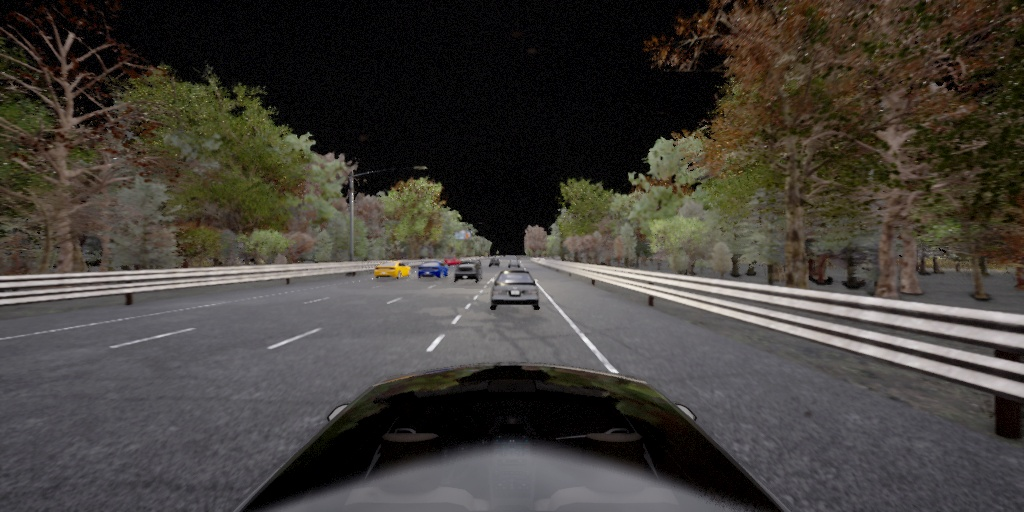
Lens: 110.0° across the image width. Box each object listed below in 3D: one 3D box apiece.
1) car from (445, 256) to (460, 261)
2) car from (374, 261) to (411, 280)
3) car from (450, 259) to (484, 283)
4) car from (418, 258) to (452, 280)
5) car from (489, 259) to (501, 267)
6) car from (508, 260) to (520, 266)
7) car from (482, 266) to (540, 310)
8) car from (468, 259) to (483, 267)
[{"bbox_3d":[-10.124,0.952,60.659,2.150,2.045,5.566,0,0,0],"label":"car"},{"bbox_3d":[-10.334,1.217,31.379,1.882,1.535,5.008,0,0,0],"label":"car"},{"bbox_3d":[-3.347,1.245,28.237,1.837,1.490,4.892,0,0,0],"label":"car"},{"bbox_3d":[-6.833,1.216,31.489,1.882,1.535,5.008,0,0,0],"label":"car"},{"bbox_3d":[-3.088,1.232,65.047,1.837,1.490,4.892,0,-1,0],"label":"car"},{"bbox_3d":[0.379,1.293,60.873,1.994,1.385,4.181,0,0,0],"label":"car"},{"bbox_3d":[0.111,1.291,14.711,2.033,1.411,5.357,0,0,0],"label":"car"},{"bbox_3d":[-6.593,1.221,64.737,2.128,1.511,4.902,0,0,0],"label":"car"}]
